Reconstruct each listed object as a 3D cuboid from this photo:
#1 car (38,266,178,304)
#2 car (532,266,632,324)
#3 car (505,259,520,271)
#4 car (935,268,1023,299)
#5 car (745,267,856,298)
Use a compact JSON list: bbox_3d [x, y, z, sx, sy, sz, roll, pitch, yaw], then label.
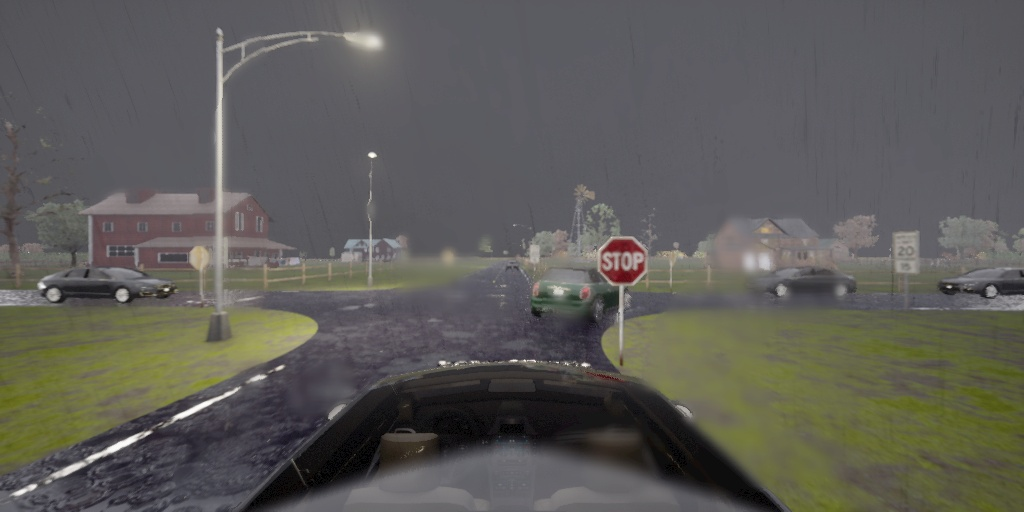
[{"bbox_3d":[-17.437,1.212,15.623,4.892,1.490,1.837,0,0,1],"label":"car"},{"bbox_3d":[2.546,1.112,12.336,2.097,1.767,4.553,1,0,32],"label":"car"},{"bbox_3d":[0.053,1.265,50.204,1.837,1.490,4.892,0,0,0],"label":"car"},{"bbox_3d":[24.747,1.352,18.288,4.892,1.490,1.837,0,0,1],"label":"car"},{"bbox_3d":[14.655,1.312,18.361,4.892,1.490,1.837,0,0,0],"label":"car"}]
